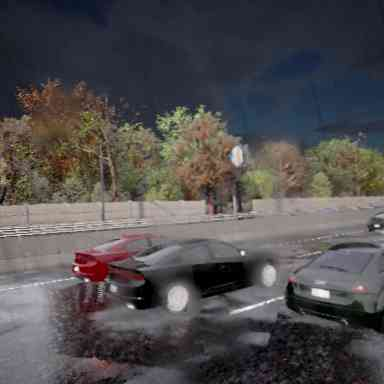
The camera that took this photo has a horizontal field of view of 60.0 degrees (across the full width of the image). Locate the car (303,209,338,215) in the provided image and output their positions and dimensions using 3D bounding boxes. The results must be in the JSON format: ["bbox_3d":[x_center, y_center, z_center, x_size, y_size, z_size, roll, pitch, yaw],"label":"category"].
[{"bbox_3d":[15.421,2.774,38.322,5.008,1.535,1.882,0,-4,-37],"label":"car"}]

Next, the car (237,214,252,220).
[{"bbox_3d":[8.343,3.652,46.080,4.718,1.301,1.895,0,-4,-37],"label":"car"}]

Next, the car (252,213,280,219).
[{"bbox_3d":[10.461,3.402,43.307,4.718,1.301,1.895,0,-4,-37],"label":"car"}]

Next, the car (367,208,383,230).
[{"bbox_3d":[14.413,2.119,24.103,4.674,1.442,1.812,0,-4,-38],"label":"car"}]

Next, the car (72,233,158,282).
[{"bbox_3d":[-1.604,2.202,11.799,5.008,1.535,1.882,0,-4,-38],"label":"car"}]

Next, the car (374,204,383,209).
[{"bbox_3d":[40.847,3.325,70.943,5.357,1.411,2.033,0,-4,-38],"label":"car"}]

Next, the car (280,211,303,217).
[{"bbox_3d":[13.385,3.109,41.150,4.181,1.385,1.994,0,-4,-37],"label":"car"}]

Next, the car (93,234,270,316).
[{"bbox_3d":[0.243,1.955,8.815,5.008,1.535,1.882,0,-4,-38],"label":"car"}]

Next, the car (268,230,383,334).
[{"bbox_3d":[3.903,1.778,7.221,4.181,1.385,1.994,0,-4,-38],"label":"car"}]
